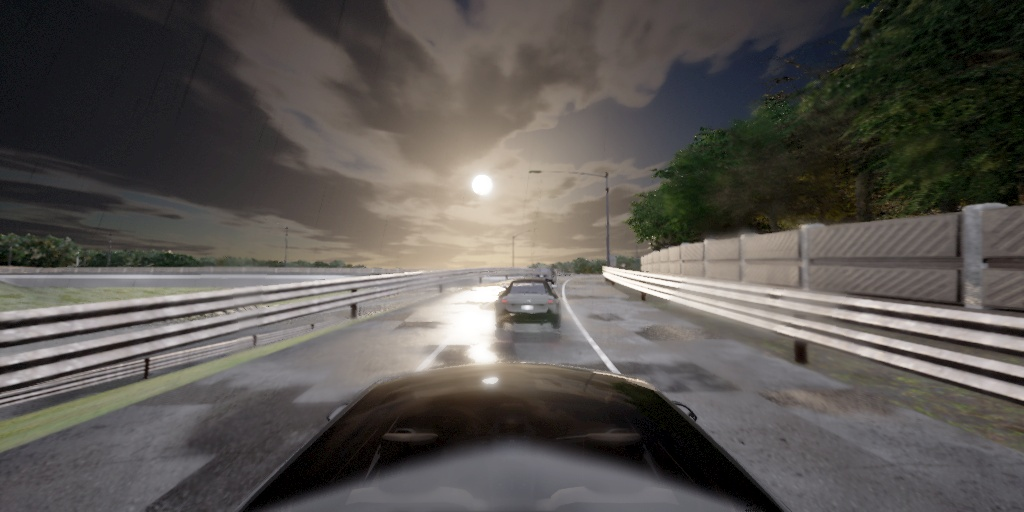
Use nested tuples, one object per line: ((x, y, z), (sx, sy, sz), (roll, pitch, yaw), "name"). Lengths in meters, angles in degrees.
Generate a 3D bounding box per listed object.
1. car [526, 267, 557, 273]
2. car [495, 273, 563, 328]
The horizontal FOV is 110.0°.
((2.704, 1.639, 29.728), (2.033, 1.411, 5.357), (-1, -1, 10), "car")
((0.570, 1.434, 12.021), (1.994, 1.385, 4.181), (0, -1, 4), "car")
